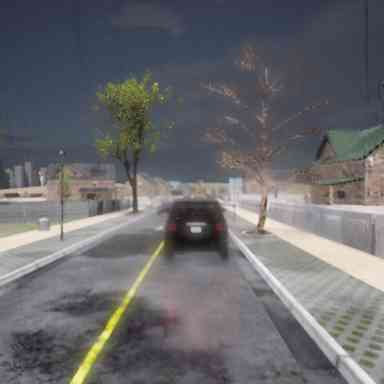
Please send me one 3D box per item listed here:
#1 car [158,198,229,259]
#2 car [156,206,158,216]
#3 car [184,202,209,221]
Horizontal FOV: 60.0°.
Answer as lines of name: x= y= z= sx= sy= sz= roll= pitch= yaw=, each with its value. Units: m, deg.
car: x=0.164 y=1.235 z=12.767 sx=2.150 sy=2.045 sz=5.566 roll=0 pitch=0 yaw=1
car: x=-2.417 y=1.621 z=33.834 sx=2.033 sy=1.411 sz=5.357 roll=0 pitch=0 yaw=2
car: x=0.393 y=1.617 z=28.485 sx=1.994 sy=1.385 sz=4.181 roll=0 pitch=0 yaw=1
